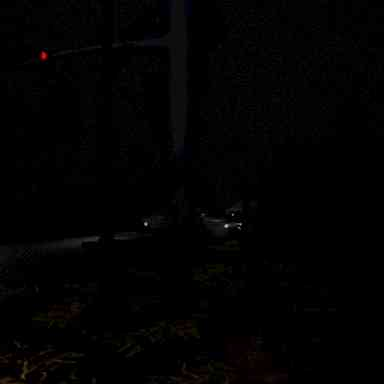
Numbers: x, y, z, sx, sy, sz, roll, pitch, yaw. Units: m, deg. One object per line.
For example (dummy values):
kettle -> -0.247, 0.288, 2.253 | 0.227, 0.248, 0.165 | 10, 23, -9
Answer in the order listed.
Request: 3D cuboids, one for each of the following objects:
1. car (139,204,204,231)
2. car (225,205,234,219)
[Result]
car -> -1.118, 1.495, 20.271 | 2.128, 1.511, 4.902 | 0, 0, 35
car -> 4.575, 1.529, 28.328 | 1.812, 1.442, 4.674 | 0, 0, 35
